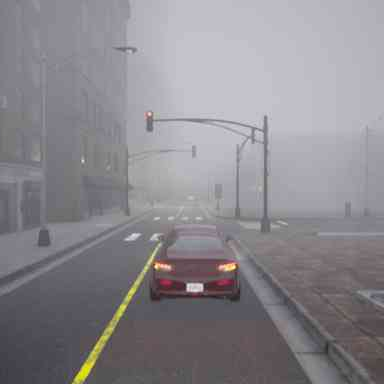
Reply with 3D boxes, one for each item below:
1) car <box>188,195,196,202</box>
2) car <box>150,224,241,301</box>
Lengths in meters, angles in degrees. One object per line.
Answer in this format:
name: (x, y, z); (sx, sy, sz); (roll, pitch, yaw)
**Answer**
car: (-0.076, 1.528, 76.160); (1.812, 1.442, 4.674); (0, 0, 0)
car: (0.083, 1.522, 8.184); (1.812, 1.442, 4.674); (0, 0, 1)
